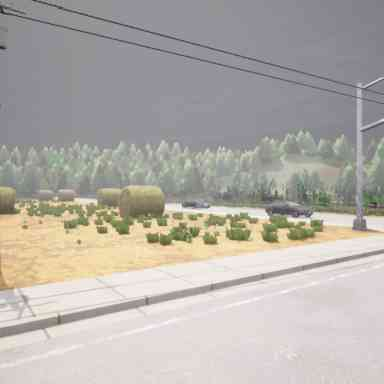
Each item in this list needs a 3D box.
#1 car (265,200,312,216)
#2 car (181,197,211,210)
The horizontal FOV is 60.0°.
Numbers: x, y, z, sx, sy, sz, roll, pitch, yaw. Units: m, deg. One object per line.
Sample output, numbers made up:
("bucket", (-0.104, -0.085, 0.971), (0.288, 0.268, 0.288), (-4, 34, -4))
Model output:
("car", (8.572, 1.491, 29.782), (1.812, 1.442, 4.674), (0, 0, -33))
("car", (0.442, 1.456, 42.429), (2.128, 1.511, 4.902), (0, 0, -33))
